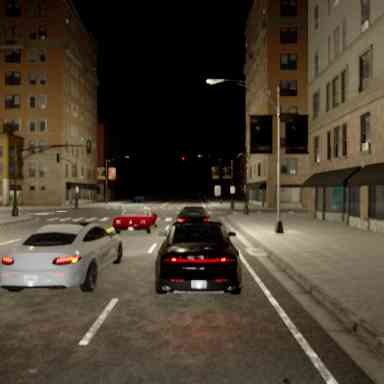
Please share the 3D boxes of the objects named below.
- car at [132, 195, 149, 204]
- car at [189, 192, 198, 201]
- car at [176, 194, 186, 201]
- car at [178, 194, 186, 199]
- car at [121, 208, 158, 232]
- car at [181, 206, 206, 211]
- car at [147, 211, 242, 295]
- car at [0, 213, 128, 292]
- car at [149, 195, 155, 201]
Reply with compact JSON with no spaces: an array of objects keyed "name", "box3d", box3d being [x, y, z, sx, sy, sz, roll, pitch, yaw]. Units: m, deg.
[{"name":"car","box3d":[-9.512,1.448,59.508,1.895,1.301,4.718,0,0,1]},{"name":"car","box3d":[0.409,1.287,79.898,1.837,1.490,4.892,0,0,0]},{"name":"car","box3d":[-2.838,1.310,80.332,1.812,1.442,4.674,0,0,0]},{"name":"car","box3d":[-2.787,1.182,90.334,1.994,1.385,4.181,0,0,0]},{"name":"car","box3d":[-3.055,1.554,18.913,1.895,1.301,4.718,0,0,0]},{"name":"car","box3d":[0.090,1.481,17.919,1.812,1.442,4.674,0,0,0]},{"name":"car","box3d":[0.144,1.483,8.673,1.837,1.490,4.892,0,0,0]},{"name":"car","box3d":[-3.112,1.504,8.732,1.812,1.442,4.674,0,0,0]},{"name":"car","box3d":[-9.367,1.343,74.862,2.033,1.411,5.357,0,0,0]}]
